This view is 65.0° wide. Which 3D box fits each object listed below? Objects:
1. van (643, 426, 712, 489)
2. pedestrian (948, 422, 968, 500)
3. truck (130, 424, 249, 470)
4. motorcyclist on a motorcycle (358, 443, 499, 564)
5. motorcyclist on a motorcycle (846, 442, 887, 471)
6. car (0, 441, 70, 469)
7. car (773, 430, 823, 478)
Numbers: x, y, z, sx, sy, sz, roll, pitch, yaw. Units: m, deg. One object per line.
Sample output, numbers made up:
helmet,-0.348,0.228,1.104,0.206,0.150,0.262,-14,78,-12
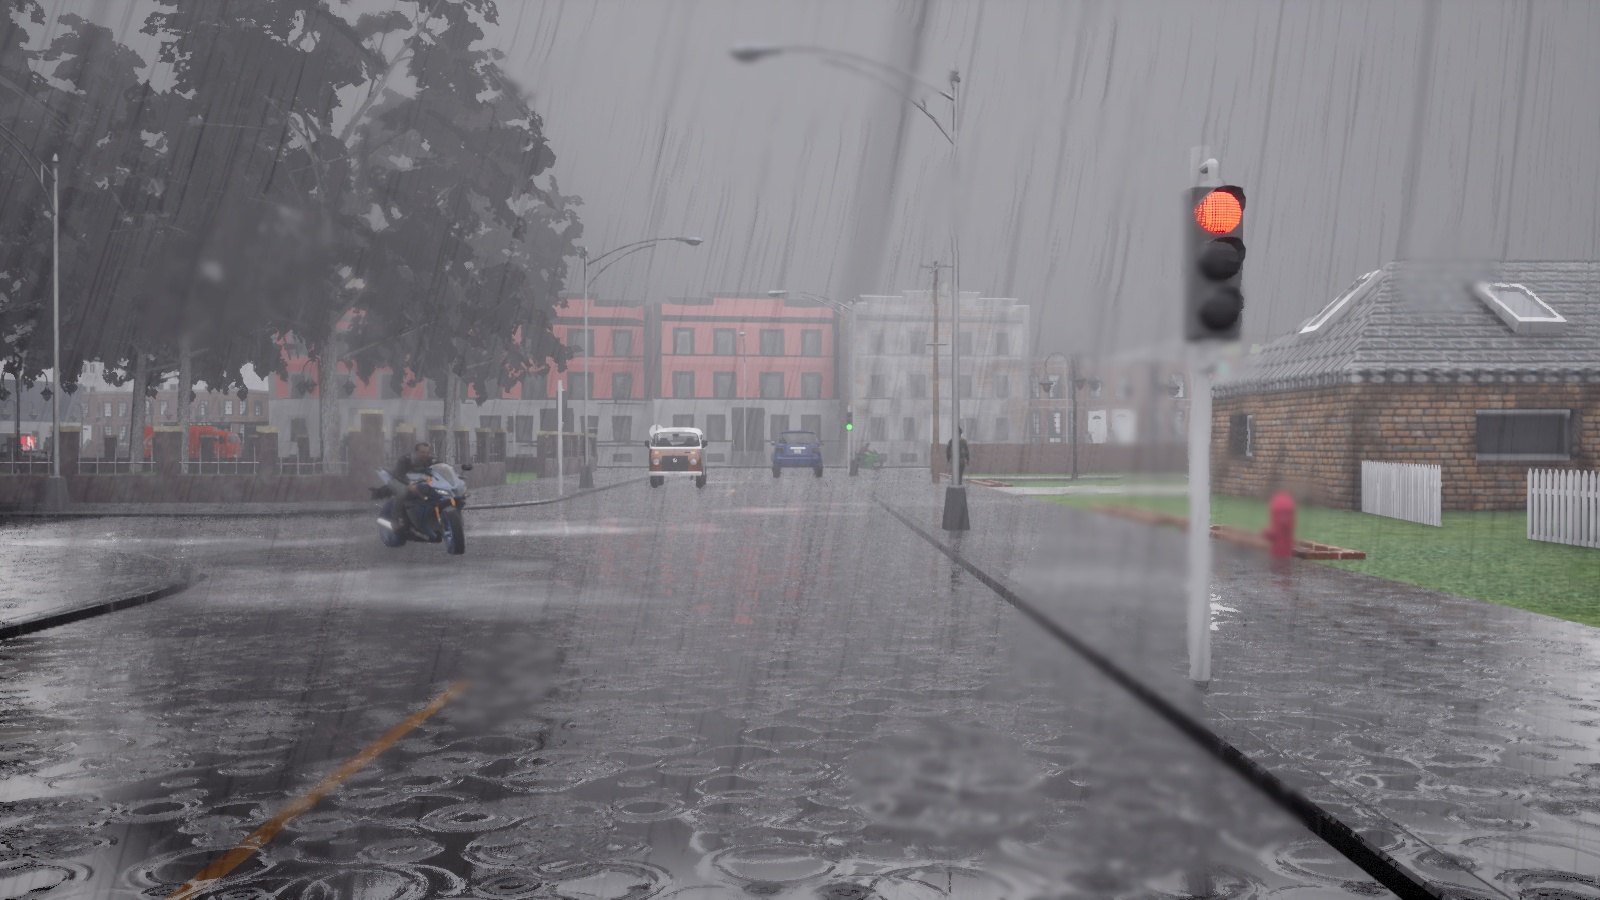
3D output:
van,-4.137,0.224,42.958,2.069,2.038,4.480,0,0,-2
pedestrian,3.966,0.277,31.567,0.395,1.930,0.692,0,0,-1
truck,-33.372,-0.154,68.773,5.204,2.467,2.627,0,0,0
motorcyclist on a motorcycle,-5.135,0.680,17.275,0.866,1.530,2.191,-4,3,-45
motorcyclist on a motorcycle,3.644,0.344,68.621,2.044,1.523,0.797,0,3,-21
car,-43.026,0.280,68.747,4.902,1.511,2.128,0,0,0
car,-0.104,0.147,56.341,2.150,2.045,5.566,0,0,0
